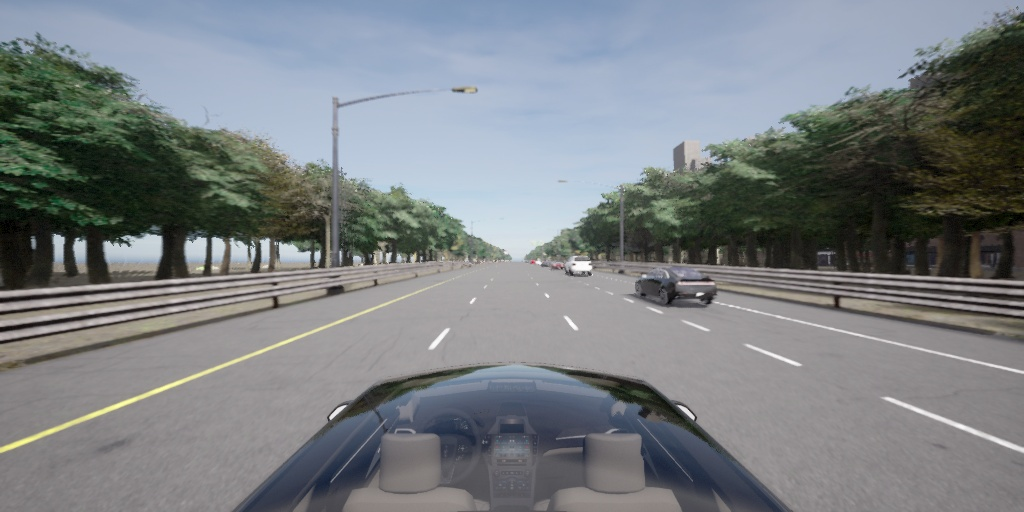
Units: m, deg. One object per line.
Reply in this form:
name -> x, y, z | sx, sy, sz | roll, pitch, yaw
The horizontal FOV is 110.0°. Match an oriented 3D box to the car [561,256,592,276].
car -> 7.077, 1.023, 38.715 | 2.150, 2.045, 5.566 | 0, 0, 0

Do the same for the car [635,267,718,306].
car -> 7.014, 1.240, 15.837 | 2.128, 1.511, 4.902 | 0, 0, 0

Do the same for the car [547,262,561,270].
car -> 7.171, 1.546, 57.163 | 1.895, 1.301, 4.718 | 0, -1, 0
